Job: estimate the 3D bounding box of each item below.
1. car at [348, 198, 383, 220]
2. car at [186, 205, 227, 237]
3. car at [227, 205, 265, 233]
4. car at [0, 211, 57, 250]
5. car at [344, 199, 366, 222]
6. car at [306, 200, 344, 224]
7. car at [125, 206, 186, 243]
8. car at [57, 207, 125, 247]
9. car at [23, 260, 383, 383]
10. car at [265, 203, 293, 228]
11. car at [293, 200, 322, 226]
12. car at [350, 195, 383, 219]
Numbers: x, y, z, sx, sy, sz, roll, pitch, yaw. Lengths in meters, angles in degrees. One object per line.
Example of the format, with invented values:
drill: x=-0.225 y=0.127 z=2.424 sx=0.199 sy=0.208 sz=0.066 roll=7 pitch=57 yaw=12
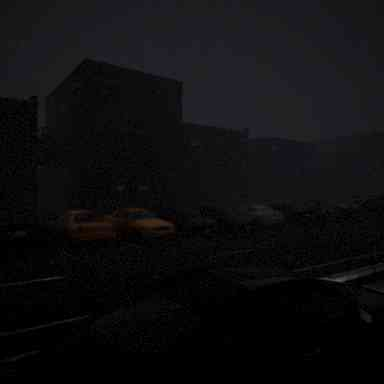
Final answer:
car: x=12.854 y=1.566 z=27.976 sx=2.163 sy=1.488 sz=4.792 roll=0 pitch=0 yaw=-36
car: x=-0.593 y=1.515 z=18.344 sx=2.163 sy=1.488 sz=4.792 roll=0 pitch=0 yaw=-36
car: x=1.647 y=1.520 z=19.949 sx=2.163 sy=1.488 sz=4.792 roll=0 pitch=0 yaw=-36
car: x=-7.353 y=1.506 z=13.567 sx=2.163 sy=1.488 sz=4.792 roll=0 pitch=0 yaw=-36
car: x=10.600 y=1.524 z=26.391 sx=2.097 sy=1.535 sz=5.008 roll=0 pitch=0 yaw=-36
car: x=8.374 y=1.389 z=24.765 sx=2.185 sy=1.767 sz=4.553 roll=0 pitch=0 yaw=-36
car: x=-2.744 y=1.478 z=16.612 sx=1.946 sy=1.575 sz=5.366 roll=0 pitch=0 yaw=-36
car: x=-5.206 y=1.474 z=15.304 sx=1.946 sy=1.575 sz=5.366 roll=0 pitch=0 yaw=-36
car: x=0.741 y=1.528 z=3.661 sx=4.674 sy=1.442 sz=1.812 roll=0 pitch=0 yaw=-36
car: x=3.844 y=1.537 z=21.556 sx=2.002 sy=1.452 sz=4.674 roll=0 pitch=0 yaw=-36
car: x=6.097 y=1.534 z=23.208 sx=2.163 sy=1.488 sz=4.792 roll=0 pitch=0 yaw=-36
car: x=15.064 y=1.298 z=29.630 sx=2.435 sy=2.045 sz=5.566 roll=0 pitch=0 yaw=-36
